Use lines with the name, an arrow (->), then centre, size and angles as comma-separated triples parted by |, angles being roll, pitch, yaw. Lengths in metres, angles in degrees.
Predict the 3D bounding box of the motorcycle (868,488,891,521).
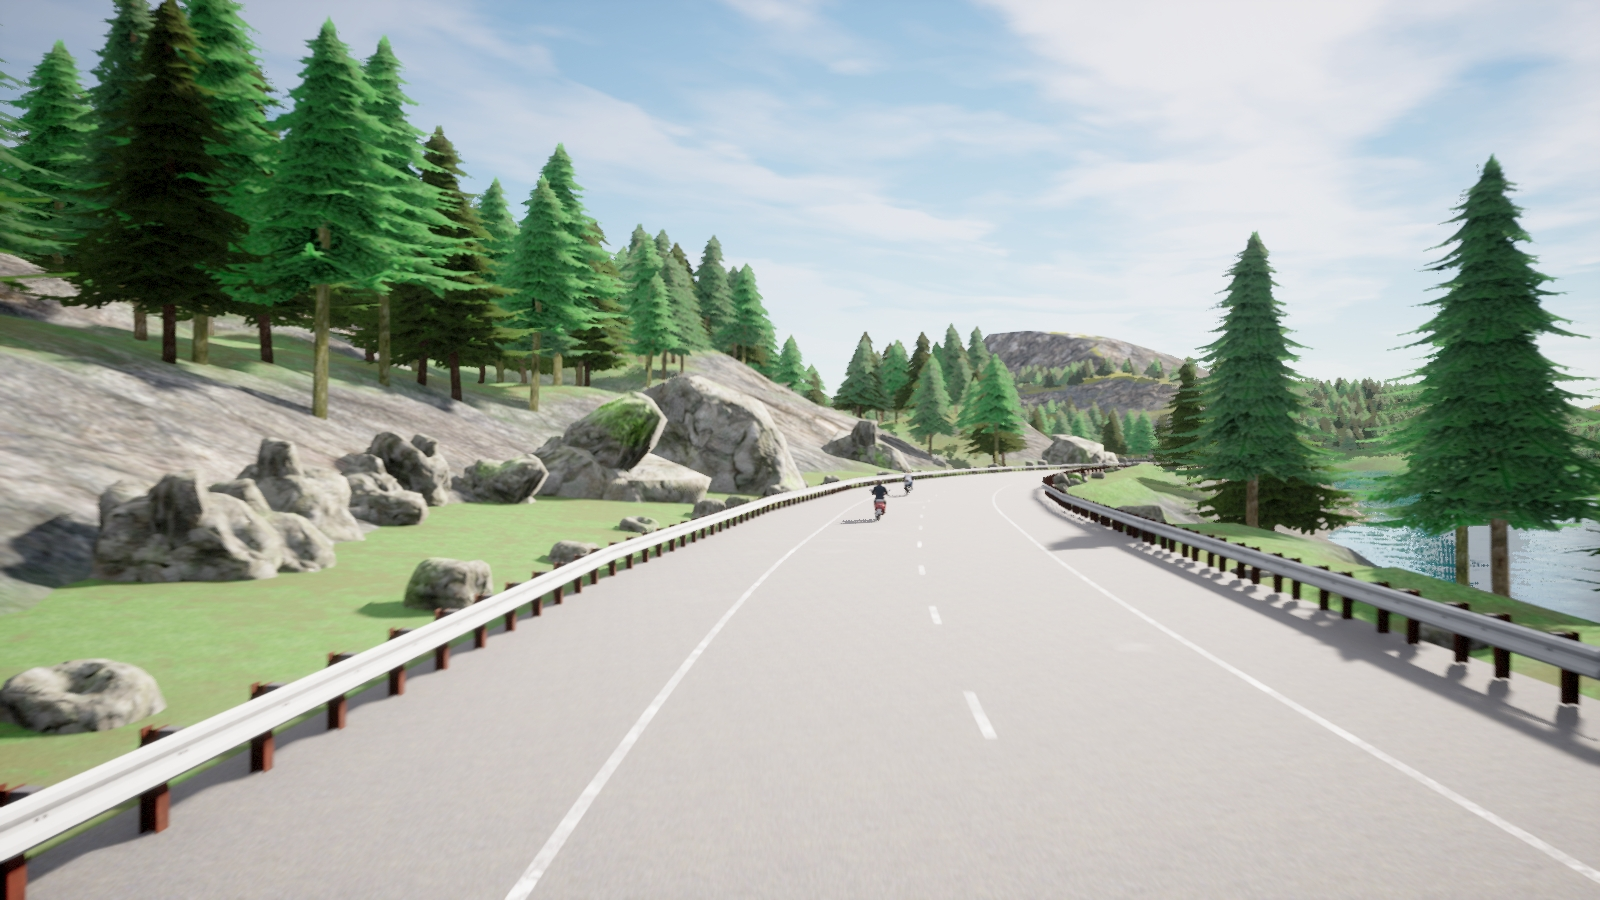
motorcycle -> 3.202, 2.183, 45.894 | 0.856, 1.236, 1.805 | 0, 0, 6

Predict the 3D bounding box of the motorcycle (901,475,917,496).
motorcycle -> 6.712, 2.179, 70.507 | 0.803, 1.217, 2.033 | 0, 0, 11
